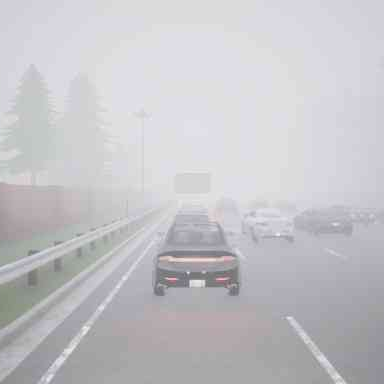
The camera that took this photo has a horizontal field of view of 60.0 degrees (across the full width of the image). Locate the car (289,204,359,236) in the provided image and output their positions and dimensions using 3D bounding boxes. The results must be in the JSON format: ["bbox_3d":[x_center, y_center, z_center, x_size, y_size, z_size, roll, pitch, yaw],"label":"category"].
[{"bbox_3d":[7.092,1.564,18.414,1.994,1.385,4.181,0,0,0],"label":"car"}]

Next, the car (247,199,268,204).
[{"bbox_3d":[7.084,1.504,35.857,1.837,1.490,4.892,0,0,0],"label":"car"}]

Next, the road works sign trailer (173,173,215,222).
[{"bbox_3d":[0.060,0.464,22.972,2.380,3.560,2.880,0,0,-2],"label":"road works sign trailer"}]

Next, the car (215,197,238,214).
[{"bbox_3d":[3.583,1.352,35.471,2.097,1.767,4.553,0,0,0],"label":"car"}]

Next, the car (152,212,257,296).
[{"bbox_3d":[0.096,1.491,8.627,2.128,1.511,4.902,0,0,0],"label":"car"}]

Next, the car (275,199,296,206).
[{"bbox_3d":[10.577,1.526,37.848,1.812,1.442,4.674,0,0,0],"label":"car"}]

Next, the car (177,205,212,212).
[{"bbox_3d":[0.101,1.474,19.052,1.882,1.535,5.008,0,0,4],"label":"car"}]

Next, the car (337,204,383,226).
[{"bbox_3d":[10.588,1.547,23.193,2.033,1.411,5.357,0,0,0],"label":"car"}]

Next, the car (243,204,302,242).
[{"bbox_3d":[3.591,1.526,16.211,1.812,1.442,4.674,0,0,0],"label":"car"}]
